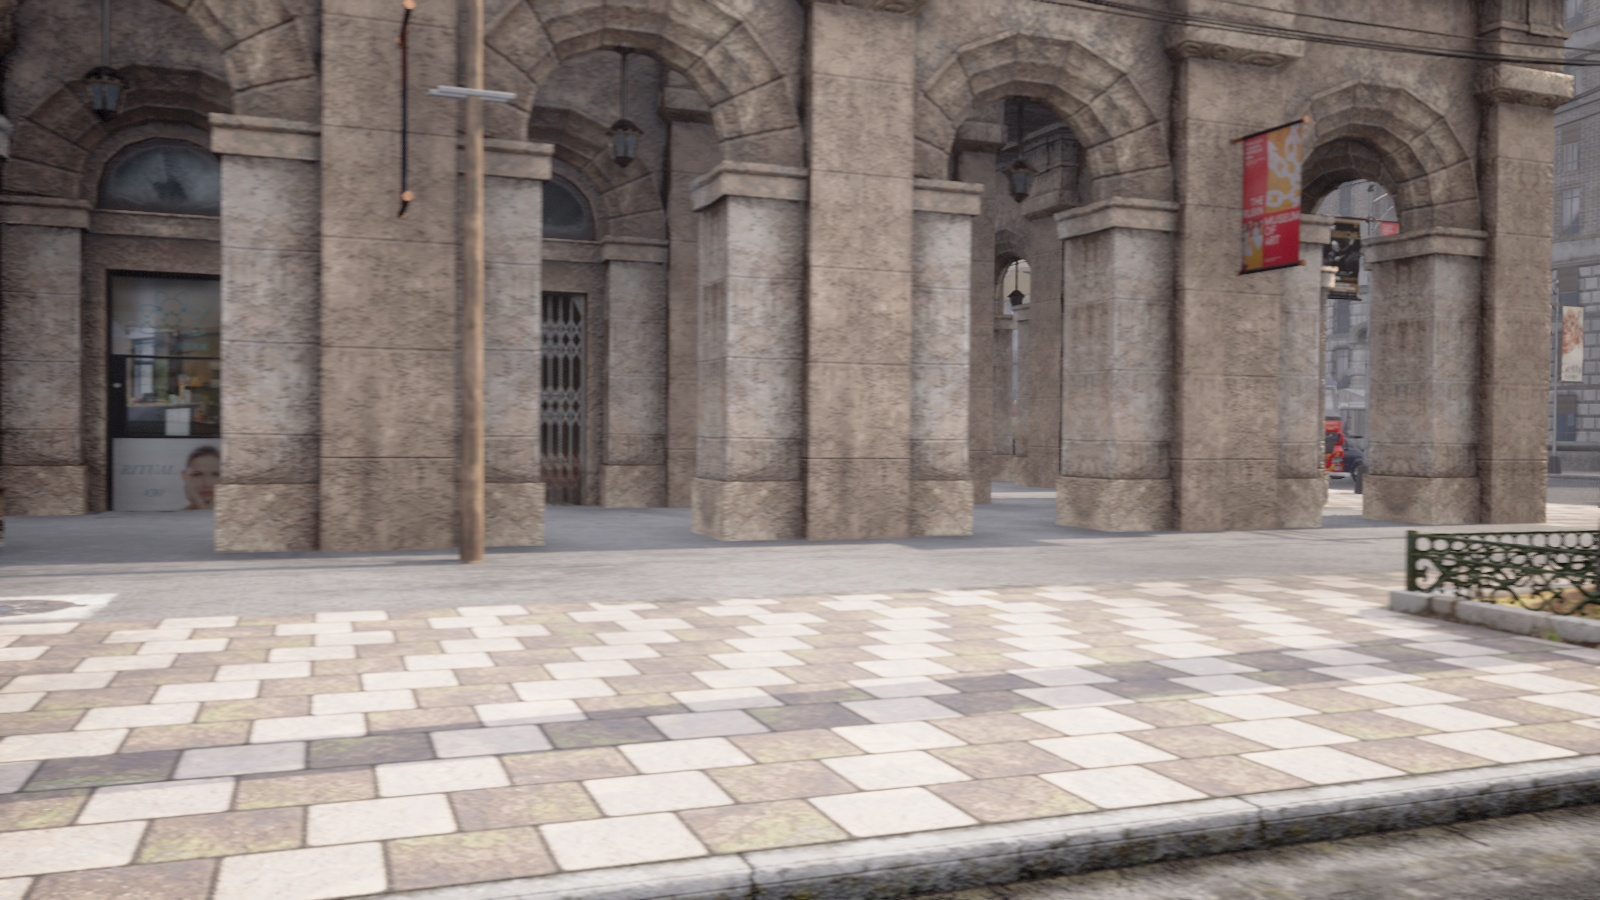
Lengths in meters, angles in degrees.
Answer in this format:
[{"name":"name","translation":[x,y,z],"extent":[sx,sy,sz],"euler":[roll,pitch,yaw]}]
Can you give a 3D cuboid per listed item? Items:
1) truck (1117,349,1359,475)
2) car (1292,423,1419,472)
[{"name":"truck","translation":[14.472,-1.213,42.400],"extent":[2.891,3.827,8.468],"euler":[-1,1,-21]},{"name":"car","translation":[18.448,-0.105,41.854],"extent":[1.789,1.549,3.705],"euler":[-1,1,-21]}]
